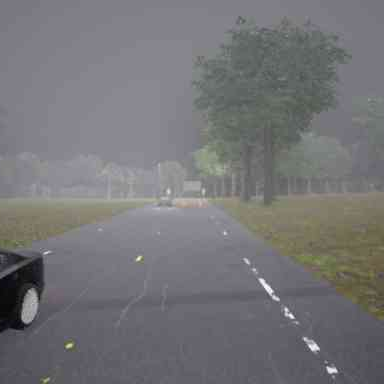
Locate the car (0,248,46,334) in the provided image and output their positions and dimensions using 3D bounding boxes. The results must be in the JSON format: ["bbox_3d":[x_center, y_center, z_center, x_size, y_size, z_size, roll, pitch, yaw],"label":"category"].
[{"bbox_3d":[-3.600,1.461,4.032,1.882,1.535,5.008,0,0,0],"label":"car"}]

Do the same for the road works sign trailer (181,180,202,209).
[{"bbox_3d":[0.001,0.299,41.228,2.380,3.560,2.880,0,0,-1],"label":"road works sign trailer"}]

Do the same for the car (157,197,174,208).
[{"bbox_3d":[-3.598,1.348,44.921,1.812,1.442,4.674,0,0,0],"label":"car"}]
